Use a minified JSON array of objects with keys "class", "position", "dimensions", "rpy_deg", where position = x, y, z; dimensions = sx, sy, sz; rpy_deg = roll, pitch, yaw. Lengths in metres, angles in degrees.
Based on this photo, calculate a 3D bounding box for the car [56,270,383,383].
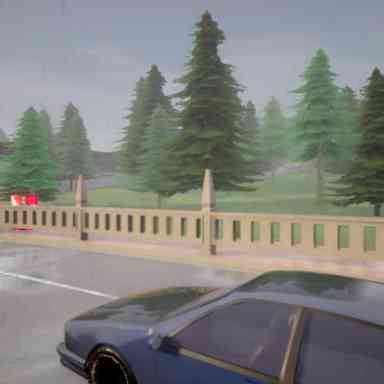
[{"class":"car","position":[1.042,1.533,3.119],"dimensions":[5.357,1.411,2.033],"rpy_deg":[0,0,34]}]

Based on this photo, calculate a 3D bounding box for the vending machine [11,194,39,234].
[{"class":"vending machine","position":[-9.139,1.142,18.226],"dimensions":[0.880,2.100,1.100],"rpy_deg":[0,0,26]}]
